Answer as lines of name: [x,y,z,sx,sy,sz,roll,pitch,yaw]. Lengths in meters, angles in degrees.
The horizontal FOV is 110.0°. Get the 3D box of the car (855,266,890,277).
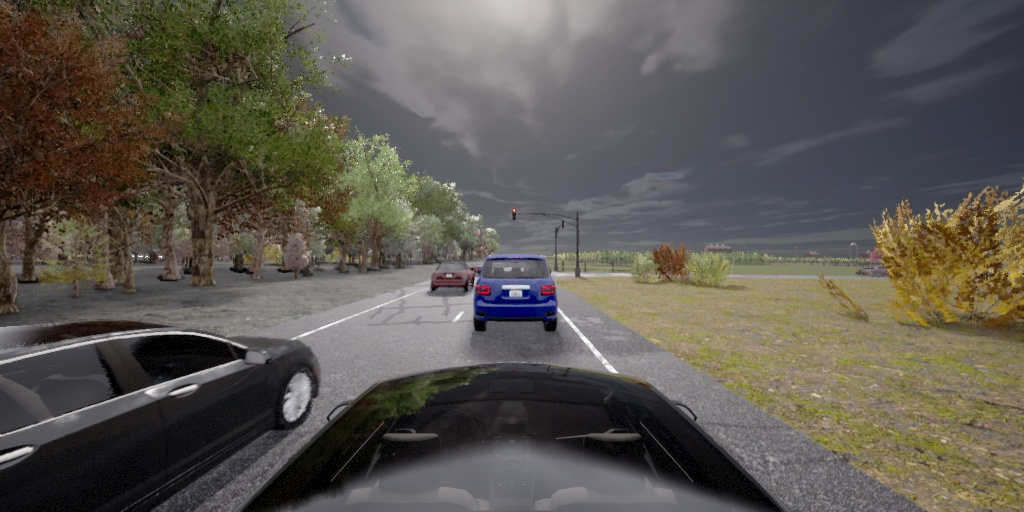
car: [44.254,1.848,43.374,4.181,1.385,1.994,1,-1,0]

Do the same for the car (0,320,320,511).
car: [-3.398,1.252,2.707,1.837,1.490,4.892,0,-1,0]

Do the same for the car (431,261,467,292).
car: [-3.429,1.103,21.636,2.097,1.767,4.553,0,0,0]

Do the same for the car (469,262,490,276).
car: [-3.456,1.351,38.626,1.895,1.301,4.718,0,0,0]

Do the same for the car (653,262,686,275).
car: [19.557,1.491,43.475,5.008,1.535,1.882,1,-1,0]

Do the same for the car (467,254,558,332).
car: [0.089,0.972,11.054,2.150,2.045,5.566,0,0,0]
